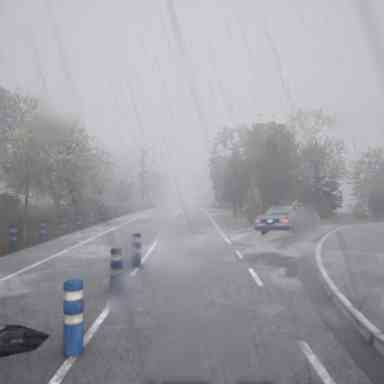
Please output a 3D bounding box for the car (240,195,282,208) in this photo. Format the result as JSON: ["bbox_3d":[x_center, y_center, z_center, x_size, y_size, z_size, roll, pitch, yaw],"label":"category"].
[{"bbox_3d":[8.242,1.332,39.404,2.150,2.045,5.566,6,-5,-43],"label":"car"}]

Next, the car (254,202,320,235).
[{"bbox_3d":[4.971,1.359,17.055,2.033,1.411,5.357,-5,-3,35],"label":"car"}]
